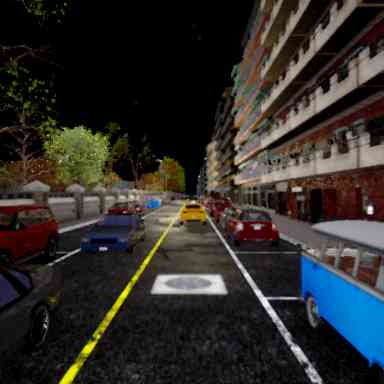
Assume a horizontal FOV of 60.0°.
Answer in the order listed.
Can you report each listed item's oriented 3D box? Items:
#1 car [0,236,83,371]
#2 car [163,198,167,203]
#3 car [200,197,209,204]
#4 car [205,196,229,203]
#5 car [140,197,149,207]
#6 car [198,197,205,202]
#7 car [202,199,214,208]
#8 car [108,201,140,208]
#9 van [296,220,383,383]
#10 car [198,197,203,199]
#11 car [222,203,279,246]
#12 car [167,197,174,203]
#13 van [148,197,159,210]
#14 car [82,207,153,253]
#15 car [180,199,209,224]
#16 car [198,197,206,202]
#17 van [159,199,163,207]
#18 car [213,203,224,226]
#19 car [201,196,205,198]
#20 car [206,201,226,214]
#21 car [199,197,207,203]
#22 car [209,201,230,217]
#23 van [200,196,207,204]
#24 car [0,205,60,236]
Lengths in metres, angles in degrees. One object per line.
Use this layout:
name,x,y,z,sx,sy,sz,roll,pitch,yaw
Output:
car,-3.083,1.562,3.474,2.033,1.411,5.357,0,0,0
car,-5.705,1.810,54.996,2.008,1.369,4.403,0,0,0
car,2.669,1.800,71.890,1.967,1.590,4.097,0,0,0
car,2.684,1.458,32.480,2.192,1.841,5.009,0,0,0
car,-5.697,1.583,32.477,1.967,1.590,4.097,0,0,0
car,2.662,2.040,94.412,1.887,1.381,4.507,0,0,0
car,2.675,1.842,55.000,1.802,1.307,4.206,0,0,0
car,-5.696,1.557,26.848,1.967,1.590,4.097,0,0,0
van,2.693,1.359,4.330,1.690,1.788,3.998,0,0,0
car,0.076,1.777,46.495,1.994,1.385,4.181,0,0,0
car,2.689,1.506,15.590,1.967,1.590,4.097,0,0,0
car,-5.712,1.918,77.348,1.752,1.417,4.829,0,0,0
van,-5.701,1.540,43.738,1.690,1.788,3.998,0,0,0
car,-3.083,1.607,14.274,2.033,1.411,5.357,0,0,0
car,0.090,1.589,25.670,1.882,1.535,5.008,0,0,0
car,2.664,2.012,88.781,2.008,1.369,4.403,0,0,0
van,-5.703,1.570,49.367,1.690,1.788,3.998,0,0,0
car,2.686,1.642,21.219,2.008,1.369,4.403,0,0,0
car,2.677,1.669,49.369,1.967,1.590,4.097,0,0,0
car,2.681,1.721,38.110,2.008,1.369,4.403,0,0,0
car,2.666,1.993,83.150,1.947,1.339,4.313,0,0,0
car,2.684,1.661,26.849,1.887,1.381,4.507,0,0,0
van,2.668,1.735,77.521,1.690,1.788,3.998,0,0,0
car,-5.690,1.356,9.958,2.192,1.841,5.009,0,0,0
